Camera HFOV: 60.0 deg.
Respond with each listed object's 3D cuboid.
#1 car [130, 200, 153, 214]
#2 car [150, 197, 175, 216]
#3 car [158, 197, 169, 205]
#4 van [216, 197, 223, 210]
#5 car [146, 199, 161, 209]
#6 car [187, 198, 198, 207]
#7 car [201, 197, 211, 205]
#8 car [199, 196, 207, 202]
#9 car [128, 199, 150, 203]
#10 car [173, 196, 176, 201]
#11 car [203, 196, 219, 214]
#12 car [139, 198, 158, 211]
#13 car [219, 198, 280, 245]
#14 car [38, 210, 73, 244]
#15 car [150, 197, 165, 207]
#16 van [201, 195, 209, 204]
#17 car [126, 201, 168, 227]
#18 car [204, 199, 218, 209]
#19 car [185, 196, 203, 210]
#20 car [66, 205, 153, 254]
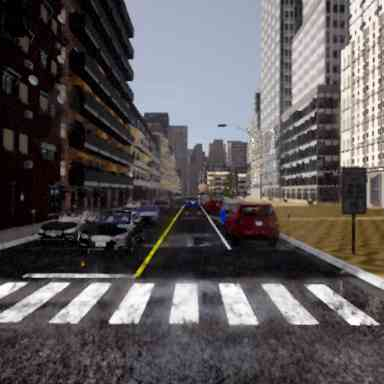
[{"bbox_3d":[-5.655,1.650,37.897,1.887,1.381,4.507,0,0,0],"label":"car"},{"bbox_3d":[-3.055,1.578,33.998,1.882,1.535,5.008,0,0,0],"label":"car"},{"bbox_3d":[-5.631,1.763,65.361,1.752,1.417,4.829,0,0,0],"label":"car"},{"bbox_3d":[2.711,1.415,21.311,1.690,1.788,3.998,0,0,0],"label":"van"},{"bbox_3d":[-5.646,1.739,48.951,1.802,1.307,4.206,0,0,0],"label":"car"},{"bbox_3d":[0.059,1.723,55.979,1.837,1.490,4.892,0,0,0],"label":"car"},{"bbox_3d":[2.749,1.805,65.693,1.752,1.417,4.829,0,0,0],"label":"car"},{"bbox_3d":[2.767,1.839,87.629,1.967,1.590,4.097,0,0,0],"label":"car"},{"bbox_3d":[-5.660,1.631,32.371,2.008,1.369,4.403,0,0,0],"label":"car"},{"bbox_3d":[-5.613,1.904,87.637,1.887,1.381,4.507,0,0,0],"label":"car"},{"bbox_3d":[2.725,1.461,37.891,2.192,1.841,5.009,0,0,0],"label":"car"},{"bbox_3d":[-5.651,1.572,43.425,1.967,1.590,4.097,0,0,0],"label":"car"},{"bbox_3d":[2.706,1.367,15.785,2.192,1.841,5.009,0,0,0],"label":"car"},{"bbox_3d":[-5.673,1.562,15.792,2.008,1.369,4.403,0,0,0],"label":"car"},{"bbox_3d":[-5.641,1.624,54.478,1.967,1.590,4.097,0,0,0],"label":"car"},{"bbox_3d":[2.754,1.648,71.050,1.690,1.788,3.998,0,0,0],"label":"van"},{"bbox_3d":[-3.074,1.602,23.518,2.033,1.411,5.357,0,0,0],"label":"car"},{"bbox_3d":[2.734,1.742,48.944,1.887,1.381,4.507,0,0,0],"label":"car"},{"bbox_3d":[0.148,1.524,46.085,2.097,1.767,4.553,0,0,0],"label":"car"},{"bbox_3d":[-3.082,1.508,13.662,2.128,1.511,4.902,0,0,0],"label":"car"}]
